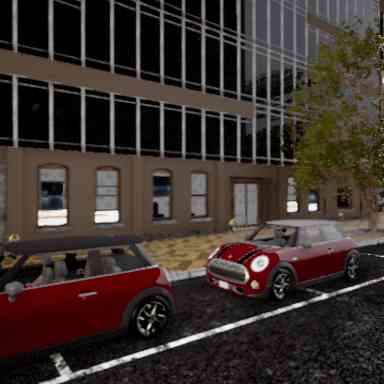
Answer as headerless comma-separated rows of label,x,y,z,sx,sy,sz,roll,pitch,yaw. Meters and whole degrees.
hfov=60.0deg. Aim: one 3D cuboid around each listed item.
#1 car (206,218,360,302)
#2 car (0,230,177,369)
car,2.301,1.439,8.203,4.097,1.590,1.967,0,0,-36
car,-2.333,1.440,4.897,4.097,1.590,1.967,0,0,-36
